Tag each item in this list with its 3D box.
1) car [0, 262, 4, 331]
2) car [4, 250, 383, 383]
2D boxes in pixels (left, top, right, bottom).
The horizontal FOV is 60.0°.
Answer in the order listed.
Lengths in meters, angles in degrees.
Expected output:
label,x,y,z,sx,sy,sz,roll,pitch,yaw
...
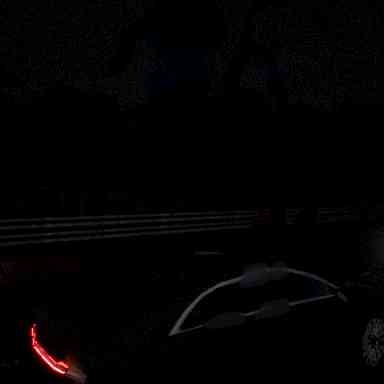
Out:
label,x,y,z,sx,sy,sz,roll,pitch,yaw
car,-4.006,1.598,5.202,4.718,1.301,1.895,0,0,-35
car,0.602,1.506,4.138,4.902,1.511,2.128,0,0,-35
